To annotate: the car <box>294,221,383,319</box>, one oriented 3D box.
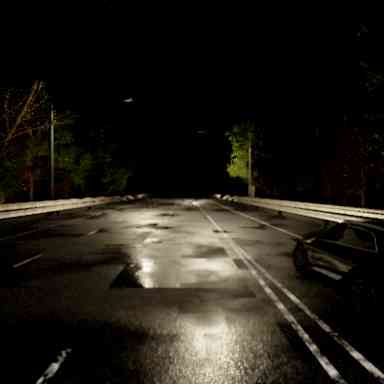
[{"bbox_3d":[3.894,1.417,7.383,2.033,1.649,4.856,0,0,-3],"label":"car"}]
